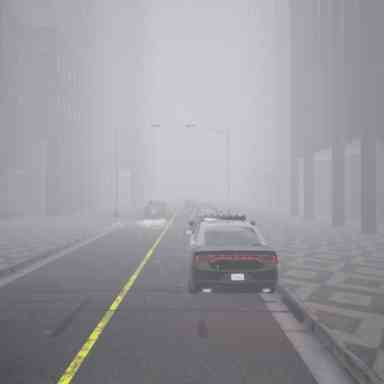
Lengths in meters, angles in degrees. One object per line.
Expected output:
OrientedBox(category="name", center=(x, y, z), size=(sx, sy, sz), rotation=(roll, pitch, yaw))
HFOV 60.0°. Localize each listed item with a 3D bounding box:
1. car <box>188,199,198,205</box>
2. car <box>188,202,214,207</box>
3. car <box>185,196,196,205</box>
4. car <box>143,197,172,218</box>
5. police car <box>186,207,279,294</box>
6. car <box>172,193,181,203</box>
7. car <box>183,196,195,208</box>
OrientedBox(category="car", center=(0.801, 1.496, 24.856), size=(1.837, 1.490, 4.892), rotation=(0, 0, 0))
OrientedBox(category="car", center=(0.826, 1.521, 18.855), size=(1.812, 1.442, 4.674), rotation=(0, 0, 0))
OrientedBox(category="car", center=(-0.242, 1.451, 60.445), size=(1.882, 1.535, 5.008), rotation=(0, 0, 0))
OrientedBox(category="car", center=(-3.219, 1.479, 30.105), size=(2.128, 1.511, 4.902), rotation=(0, 0, 0))
OrientedBox(category="police car", center=(0.865, 1.425, 8.964), size=(1.930, 1.638, 5.238), rotation=(0, 0, 0))
OrientedBox(category="car", center=(-3.280, 1.476, 69.890), size=(1.837, 1.490, 4.892), rotation=(0, 0, 0))
OrientedBox(category="car", center=(-0.160, 1.505, 46.165), size=(1.812, 1.442, 4.674), rotation=(0, 0, 0))
